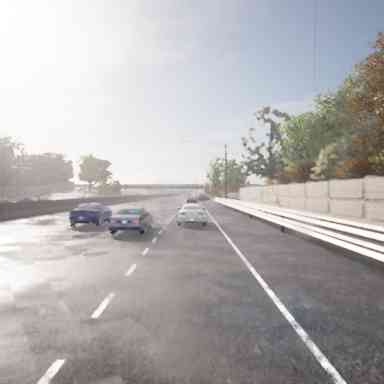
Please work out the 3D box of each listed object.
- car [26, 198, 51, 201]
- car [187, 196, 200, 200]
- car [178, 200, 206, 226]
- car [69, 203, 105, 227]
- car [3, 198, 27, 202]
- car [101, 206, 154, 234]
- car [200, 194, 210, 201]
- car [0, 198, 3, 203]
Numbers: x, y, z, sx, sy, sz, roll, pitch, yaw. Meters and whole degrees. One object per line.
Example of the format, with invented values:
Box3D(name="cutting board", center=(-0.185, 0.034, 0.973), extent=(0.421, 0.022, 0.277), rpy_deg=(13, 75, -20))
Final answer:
Box3D(name="car", center=(-21.071, 1.674, 47.288), extent=(1.895, 1.301, 4.718), rpy_deg=(0, 0, 0))
Box3D(name="car", center=(-0.018, 1.591, 60.173), extent=(1.882, 1.535, 5.008), rpy_deg=(0, 0, 0))
Box3D(name="car", center=(-0.007, 1.545, 23.543), extent=(1.812, 1.442, 4.674), rpy_deg=(0, 0, 0))
Box3D(name="car", center=(-6.905, 1.496, 23.203), extent=(1.882, 1.535, 5.008), rpy_deg=(0, 0, 0))
Box3D(name="car", center=(-24.567, 1.578, 47.819), extent=(1.837, 1.490, 4.892), rpy_deg=(0, 0, 0))
Box3D(name="car", center=(-3.408, 1.560, 19.248), extent=(2.033, 1.411, 5.357), rpy_deg=(0, 0, 0))
Box3D(name="car", center=(3.616, 1.659, 93.924), extent=(2.150, 2.045, 5.566), rpy_deg=(0, -1, 17))
Box3D(name="car", center=(-28.062, 1.641, 48.867), extent=(1.994, 1.385, 4.181), rpy_deg=(0, 0, 1))
